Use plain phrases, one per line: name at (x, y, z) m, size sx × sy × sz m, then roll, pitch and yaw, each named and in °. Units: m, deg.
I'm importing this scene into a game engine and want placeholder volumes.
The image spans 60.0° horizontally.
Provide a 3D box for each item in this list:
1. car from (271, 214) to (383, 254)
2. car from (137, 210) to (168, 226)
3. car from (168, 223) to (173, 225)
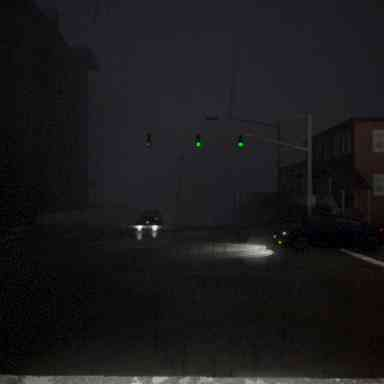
car at (5.341, 1.585, 13.378) m, size 4.181 × 1.385 × 1.994 m, roll -1°, pitch 0°, yaw 1°
car at (-3.593, 2.291, 29.601) m, size 2.033 × 1.411 × 5.357 m, roll 0°, pitch -5°, yaw 0°
car at (-3.592, 5.623, 48.932) m, size 2.150 × 2.045 × 5.566 m, roll 0°, pitch -13°, yaw 0°
